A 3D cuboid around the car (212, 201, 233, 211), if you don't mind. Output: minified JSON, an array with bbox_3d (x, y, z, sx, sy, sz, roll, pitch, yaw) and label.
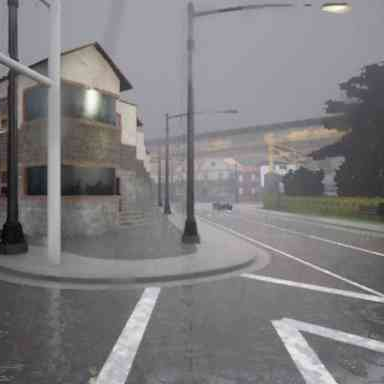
[{"bbox_3d":[4.023,1.837,45.062,1.895,1.301,4.718,0,0,-8],"label":"car"}]
